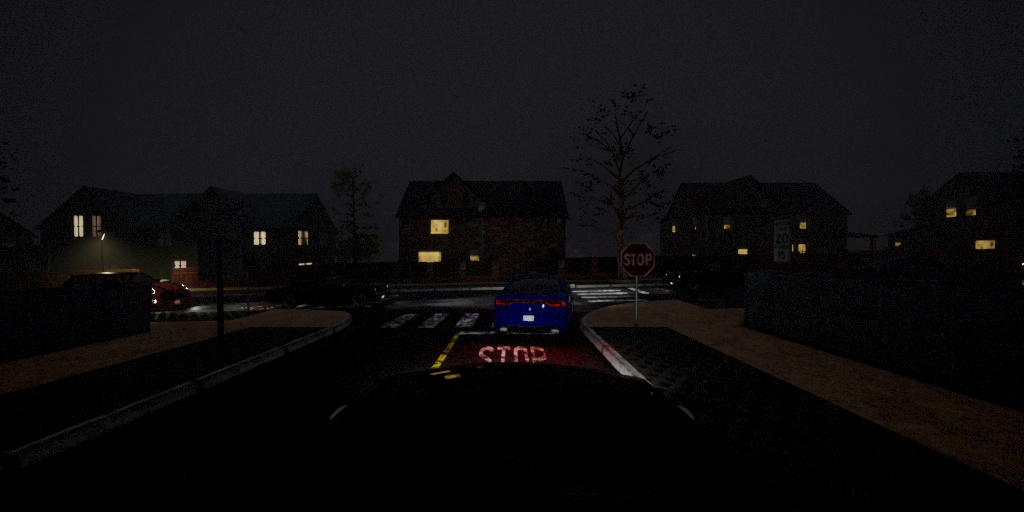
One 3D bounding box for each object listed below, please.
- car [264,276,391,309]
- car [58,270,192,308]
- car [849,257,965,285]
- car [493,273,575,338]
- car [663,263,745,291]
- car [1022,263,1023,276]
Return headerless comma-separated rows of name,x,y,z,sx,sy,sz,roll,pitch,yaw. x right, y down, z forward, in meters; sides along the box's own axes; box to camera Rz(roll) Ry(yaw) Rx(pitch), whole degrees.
car,-7.810,1.506,15.579,4.718,1.301,1.895,-1,1,0
car,-16.798,1.472,15.572,4.553,1.767,2.097,-1,1,0
car,20.057,0.753,18.541,5.357,1.411,2.033,-1,1,0
car,0.787,1.227,10.371,1.882,1.535,5.008,0,0,10
car,10.412,1.034,18.505,4.718,1.301,1.895,-1,1,-1
car,29.567,0.335,18.532,4.553,1.767,2.097,-1,1,0
